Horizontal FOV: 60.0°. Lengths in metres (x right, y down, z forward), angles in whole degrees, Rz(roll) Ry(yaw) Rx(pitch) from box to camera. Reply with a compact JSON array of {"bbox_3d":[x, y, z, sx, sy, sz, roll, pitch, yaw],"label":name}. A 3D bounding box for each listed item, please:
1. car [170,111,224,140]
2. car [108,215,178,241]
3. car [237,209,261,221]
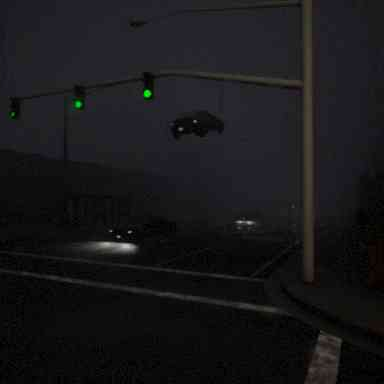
[{"bbox_3d":[0.346,-3.983,19.434,1.812,1.442,4.674,-1,12,26],"label":"car"},{"bbox_3d":[-2.847,2.177,20.898,2.033,1.411,5.357,-1,-2,28],"label":"car"},{"bbox_3d":[7.323,2.862,42.050,2.033,1.411,5.357,-1,-2,26],"label":"car"}]
